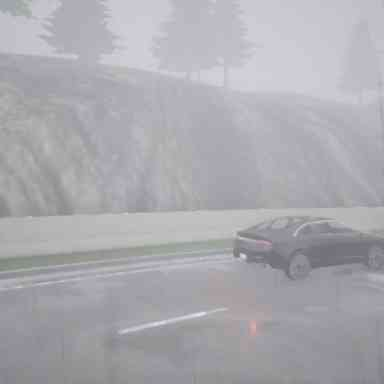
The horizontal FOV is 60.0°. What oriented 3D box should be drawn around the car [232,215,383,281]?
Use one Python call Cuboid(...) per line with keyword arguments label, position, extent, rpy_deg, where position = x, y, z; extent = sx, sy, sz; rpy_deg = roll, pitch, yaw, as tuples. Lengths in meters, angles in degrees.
Cuboid(label="car", position=(3.490, 1.434, 9.528), extent=(4.902, 1.511, 2.128), rpy_deg=(0, 0, -26))
